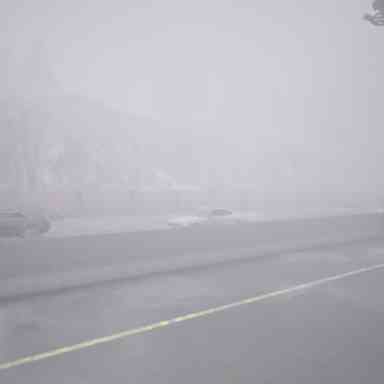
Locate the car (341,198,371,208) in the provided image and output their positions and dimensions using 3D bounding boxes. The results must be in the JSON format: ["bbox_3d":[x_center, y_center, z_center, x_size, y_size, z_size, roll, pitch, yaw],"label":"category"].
[{"bbox_3d":[22.637,1.530,45.860,4.718,1.301,1.895,0,0,-35],"label":"car"}]

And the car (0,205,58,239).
[{"bbox_3d":[-8.920,1.490,14.825,4.902,1.511,2.128,0,0,-35],"label":"car"}]

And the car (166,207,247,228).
[{"bbox_3d":[0.865,1.509,17.511,4.674,1.442,1.812,0,0,-36],"label":"car"}]

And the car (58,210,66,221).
[{"bbox_3d":[-11.203,1.543,21.798,5.357,1.411,2.033,0,0,-36],"label":"car"}]

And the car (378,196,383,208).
[{"bbox_3d":[27.513,1.143,44.991,5.566,2.045,2.150,0,0,-34],"label":"car"}]
